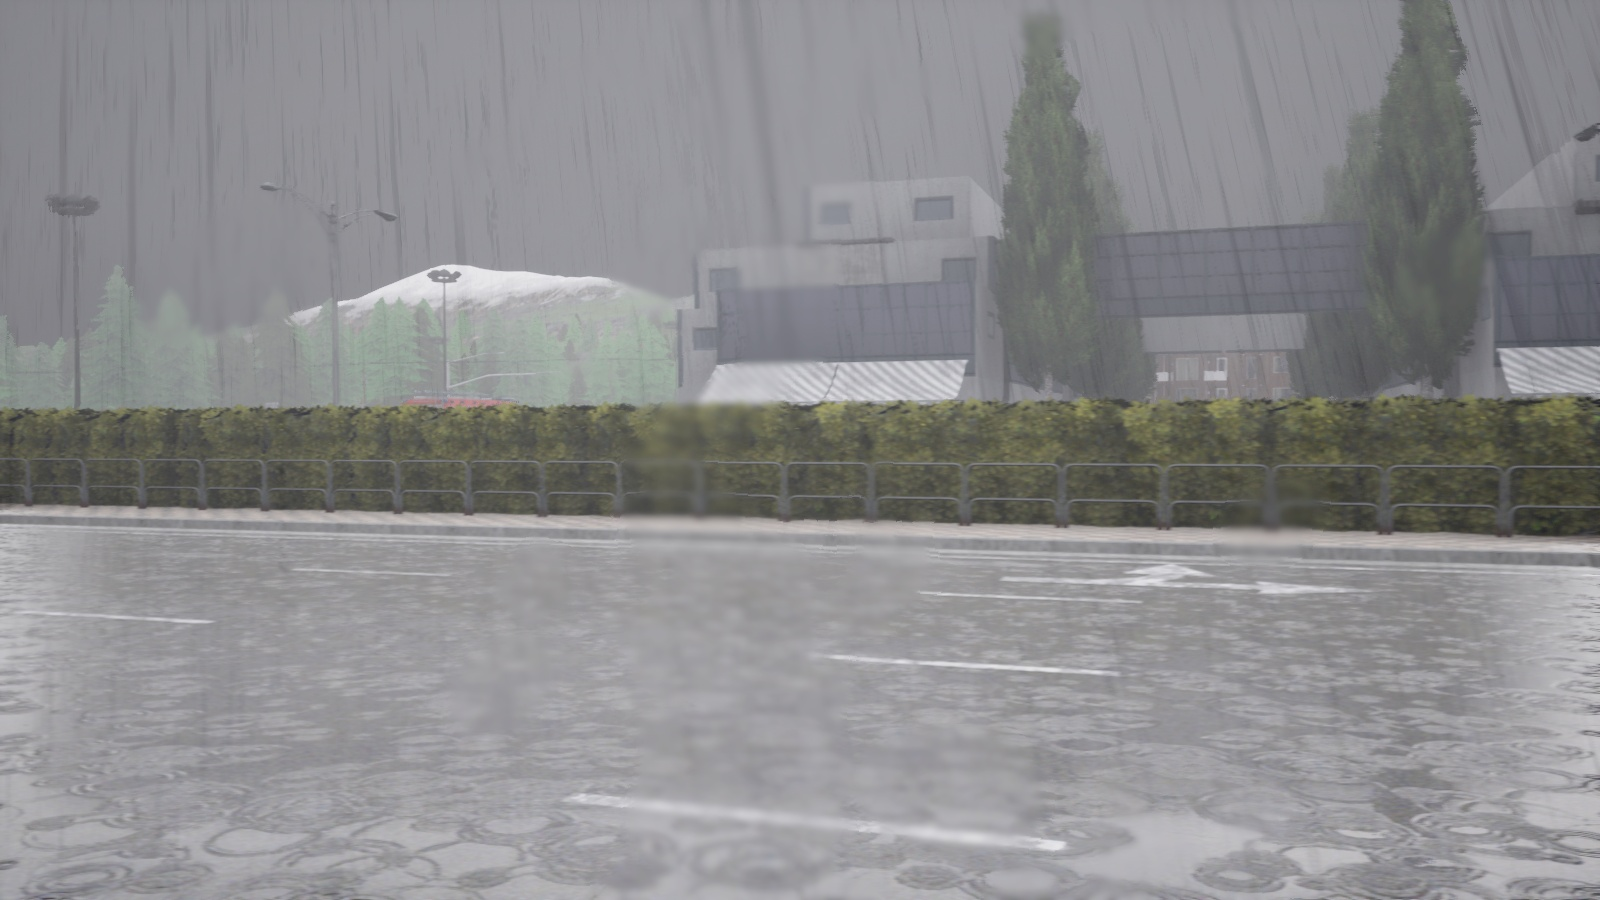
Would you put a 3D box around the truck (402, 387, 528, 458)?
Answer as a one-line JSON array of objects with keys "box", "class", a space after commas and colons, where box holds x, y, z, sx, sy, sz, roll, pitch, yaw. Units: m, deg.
[{"box": [-19.144, -1.572, 72.525, 2.891, 3.827, 8.468, 1, 1, 18], "class": "truck"}]
